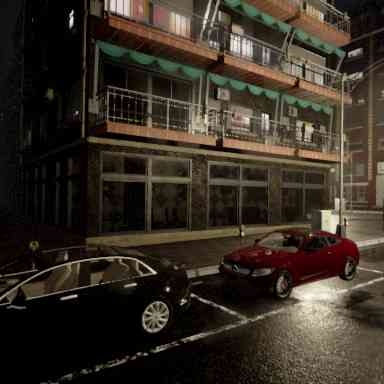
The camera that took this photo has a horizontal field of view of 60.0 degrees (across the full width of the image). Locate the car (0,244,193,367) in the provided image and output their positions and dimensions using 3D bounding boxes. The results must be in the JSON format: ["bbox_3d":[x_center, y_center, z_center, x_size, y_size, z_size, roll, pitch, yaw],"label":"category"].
[{"bbox_3d":[-2.040,1.551,5.047,4.403,1.369,2.008,0,1,-36],"label":"car"}]

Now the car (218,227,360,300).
[{"bbox_3d":[2.584,1.585,8.354,4.206,1.307,1.802,0,1,-36],"label":"car"}]
